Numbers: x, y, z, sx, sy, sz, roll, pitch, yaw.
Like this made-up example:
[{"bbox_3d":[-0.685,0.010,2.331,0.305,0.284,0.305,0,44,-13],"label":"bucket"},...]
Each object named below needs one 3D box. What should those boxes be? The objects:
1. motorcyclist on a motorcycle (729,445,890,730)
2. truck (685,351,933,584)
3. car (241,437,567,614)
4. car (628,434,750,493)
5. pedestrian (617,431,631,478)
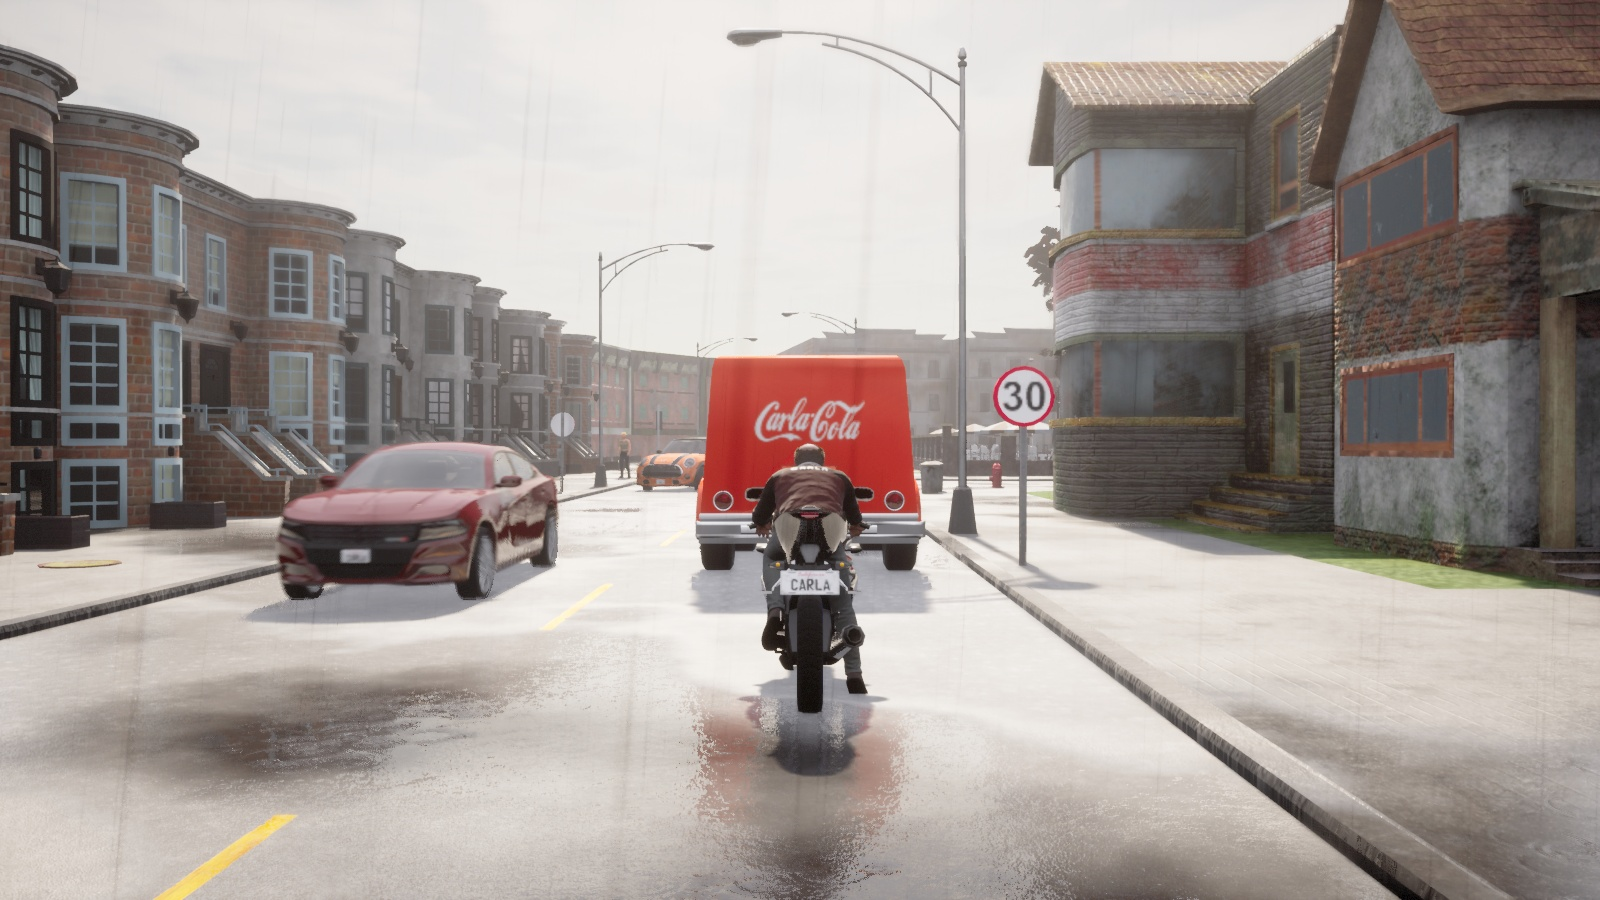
[{"bbox_3d":[0.059,0.737,7.850,0.866,1.530,2.191,0,0,0],"label":"motorcyclist on a motorcycle"},{"bbox_3d":[0.105,0.170,15.910,2.627,2.467,5.204,0,0,0],"label":"truck"},{"bbox_3d":[-3.910,0.645,13.425,1.882,1.535,5.008,0,0,0],"label":"car"},{"bbox_3d":[-3.455,0.376,40.062,2.097,1.767,4.553,0,0,21],"label":"car"},{"bbox_3d":[-6.834,0.175,48.794,0.345,1.836,0.594,0,0,18],"label":"pedestrian"}]
